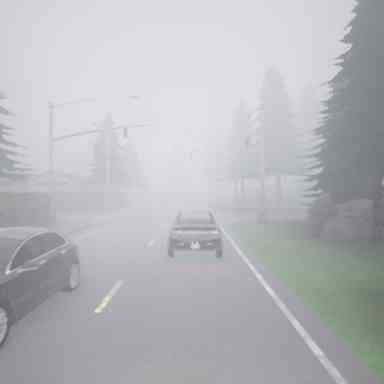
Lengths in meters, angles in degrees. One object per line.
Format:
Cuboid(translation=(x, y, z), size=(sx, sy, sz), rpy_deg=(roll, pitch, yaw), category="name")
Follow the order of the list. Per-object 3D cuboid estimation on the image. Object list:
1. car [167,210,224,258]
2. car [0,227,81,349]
Cuboid(translation=(0.099, 1.432, 12.489), size=(2.128, 1.511, 4.902), rpy_deg=(0, 0, 0), category="car")
Cuboid(translation=(-3.563, 1.476, 6.069), size=(1.837, 1.490, 4.892), rpy_deg=(0, 0, 1), category="car")
